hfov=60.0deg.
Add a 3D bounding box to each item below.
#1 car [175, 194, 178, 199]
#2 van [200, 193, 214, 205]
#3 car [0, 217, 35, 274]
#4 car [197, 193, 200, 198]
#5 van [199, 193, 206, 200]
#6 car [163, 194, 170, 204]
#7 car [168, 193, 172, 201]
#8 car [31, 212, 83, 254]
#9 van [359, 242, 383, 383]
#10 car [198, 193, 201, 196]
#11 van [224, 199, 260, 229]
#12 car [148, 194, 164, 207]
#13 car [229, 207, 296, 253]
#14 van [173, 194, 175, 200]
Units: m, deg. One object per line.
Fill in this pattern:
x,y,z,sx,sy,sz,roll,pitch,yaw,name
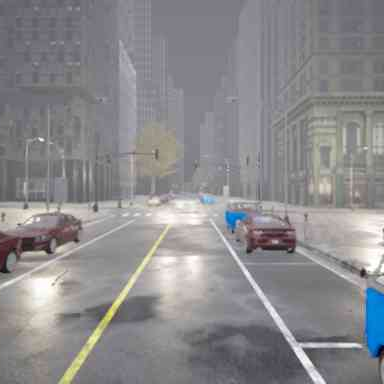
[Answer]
-5.742,1.470,93.756,1.947,1.339,4.313,0,0,0,car
2.777,1.264,56.839,1.690,1.788,3.998,0,0,0,van
-5.774,1.531,7.824,1.887,1.381,4.507,0,0,0,car
2.780,1.459,78.492,2.008,1.369,4.403,0,0,0,car
2.783,1.246,89.318,1.690,1.788,3.998,0,0,0,van
-5.748,1.464,62.022,1.887,1.381,4.507,0,0,0,car
-5.746,1.230,67.311,2.192,1.841,5.009,0,0,0,car
-5.774,1.522,13.349,1.887,1.381,4.507,0,0,0,car
2.778,1.337,2.279,1.690,1.788,3.998,0,0,0,van
2.779,1.493,73.079,1.802,1.307,4.206,0,0,0,car
2.784,1.309,18.854,1.690,1.788,3.998,0,0,0,van
-5.756,1.454,51.272,1.752,1.417,4.829,0,0,0,car
2.781,1.521,13.329,1.887,1.381,4.507,0,0,0,car
-5.744,1.248,83.178,1.690,1.788,3.998,0,0,0,van
